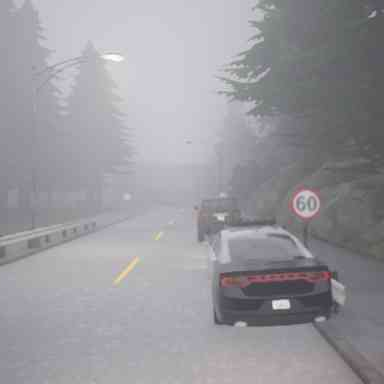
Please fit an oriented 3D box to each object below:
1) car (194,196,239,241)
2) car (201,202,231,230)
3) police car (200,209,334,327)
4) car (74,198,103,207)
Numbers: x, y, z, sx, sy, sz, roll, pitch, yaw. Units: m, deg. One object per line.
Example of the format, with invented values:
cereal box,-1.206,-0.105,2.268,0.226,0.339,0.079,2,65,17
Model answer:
car,1.316,1.259,17.246,2.150,2.045,5.566,-4,0,1
car,1.544,1.575,23.399,1.801,1.575,5.366,0,0,1
police car,1.287,1.411,7.322,1.930,1.638,5.238,-4,0,1
car,-17.850,1.835,57.553,4.902,1.511,2.128,0,0,2
